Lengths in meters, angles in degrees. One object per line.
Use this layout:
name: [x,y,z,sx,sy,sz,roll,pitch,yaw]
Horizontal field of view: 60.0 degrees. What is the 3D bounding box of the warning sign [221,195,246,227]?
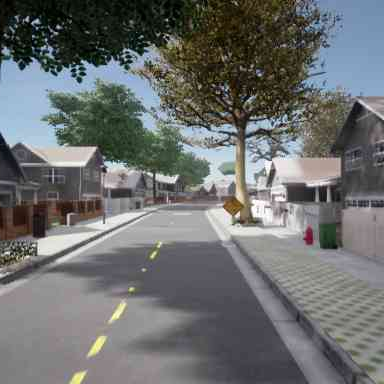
warning sign: [2.494,1.139,20.129,1.300,1.860,1.060,-1,-2,0]
